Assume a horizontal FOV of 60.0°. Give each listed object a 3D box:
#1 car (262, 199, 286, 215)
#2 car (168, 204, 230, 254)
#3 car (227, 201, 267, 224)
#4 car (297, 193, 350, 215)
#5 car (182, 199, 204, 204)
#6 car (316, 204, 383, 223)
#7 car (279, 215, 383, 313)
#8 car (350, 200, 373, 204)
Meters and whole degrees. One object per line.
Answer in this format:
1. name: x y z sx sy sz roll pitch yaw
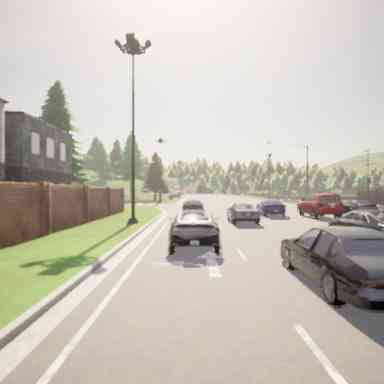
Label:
1. car: 7.083 1.380 30.316 1.882 1.535 5.008 0 0 0
2. car: 0.088 1.448 13.355 2.128 1.511 4.902 0 0 0
3. car: 3.575 1.471 23.658 2.033 1.411 5.357 0 0 0
4. car: 10.583 1.132 27.714 2.150 2.045 5.566 0 0 0
5. car: 0.083 1.380 30.309 1.882 1.535 5.008 0 0 0
6. car: 7.088 1.448 13.346 2.128 1.511 4.902 0 0 0
7. car: 3.579 1.522 7.860 2.033 1.411 5.357 0 0 0
8. car: 14.081 1.398 28.722 2.128 1.511 4.902 0 0 0
